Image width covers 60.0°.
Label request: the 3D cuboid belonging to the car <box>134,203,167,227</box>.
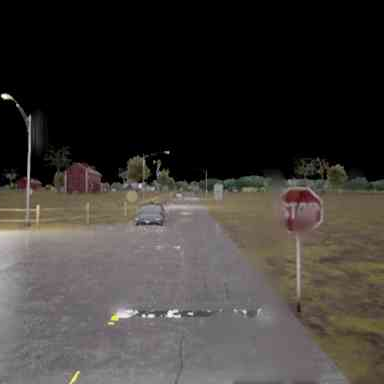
[{"bbox_3d":[-2.785,1.588,23.141,1.837,1.490,4.892,0,1,0],"label":"car"}]

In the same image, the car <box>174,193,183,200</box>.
[{"bbox_3d":[-2.973,1.083,78.016,1.812,1.442,4.674,0,1,0],"label":"car"}]
